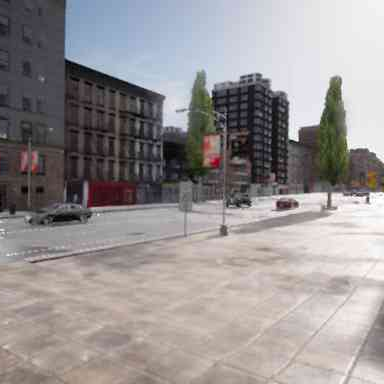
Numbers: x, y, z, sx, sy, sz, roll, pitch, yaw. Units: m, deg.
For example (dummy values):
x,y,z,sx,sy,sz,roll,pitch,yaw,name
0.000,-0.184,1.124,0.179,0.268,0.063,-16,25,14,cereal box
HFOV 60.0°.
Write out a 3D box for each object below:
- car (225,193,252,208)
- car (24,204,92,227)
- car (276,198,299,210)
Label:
x,y,z,sx,sy,sz,roll,pitch,yaw,name
6.538,1.174,47.146,2.150,2.045,5.566,1,1,36,car
-9.596,1.612,24.232,2.128,1.511,4.902,1,1,35,car
12.964,1.539,44.930,1.882,1.535,5.008,1,1,35,car
